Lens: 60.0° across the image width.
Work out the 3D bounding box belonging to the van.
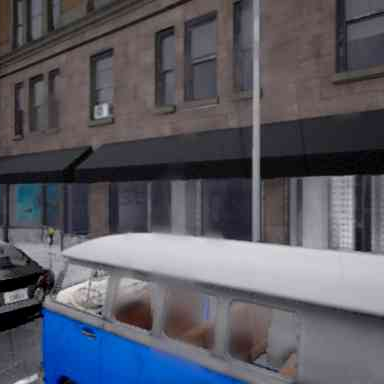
[{"bbox_3d":[0.325,1.343,2.845,3.998,1.788,1.690,0,0,35],"label":"van"}]

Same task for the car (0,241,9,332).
[{"bbox_3d":[-4.284,1.574,6.130,4.313,1.339,1.947,0,0,35],"label":"car"}]
